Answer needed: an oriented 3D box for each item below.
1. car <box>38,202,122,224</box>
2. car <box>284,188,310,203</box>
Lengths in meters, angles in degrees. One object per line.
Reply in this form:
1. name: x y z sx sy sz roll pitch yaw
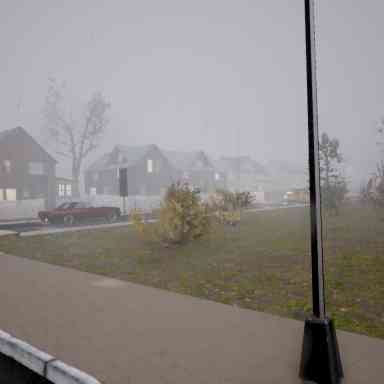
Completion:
1. car: -6.726 1.253 20.442 1.895 1.301 4.718 -2 -1 43
2. car: 13.946 0.594 42.269 1.882 1.535 5.008 -2 -1 44
